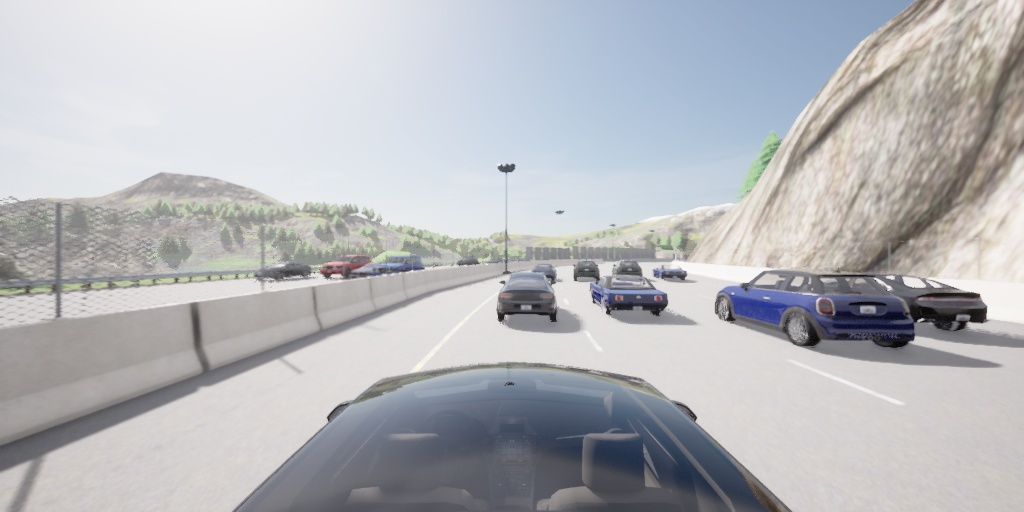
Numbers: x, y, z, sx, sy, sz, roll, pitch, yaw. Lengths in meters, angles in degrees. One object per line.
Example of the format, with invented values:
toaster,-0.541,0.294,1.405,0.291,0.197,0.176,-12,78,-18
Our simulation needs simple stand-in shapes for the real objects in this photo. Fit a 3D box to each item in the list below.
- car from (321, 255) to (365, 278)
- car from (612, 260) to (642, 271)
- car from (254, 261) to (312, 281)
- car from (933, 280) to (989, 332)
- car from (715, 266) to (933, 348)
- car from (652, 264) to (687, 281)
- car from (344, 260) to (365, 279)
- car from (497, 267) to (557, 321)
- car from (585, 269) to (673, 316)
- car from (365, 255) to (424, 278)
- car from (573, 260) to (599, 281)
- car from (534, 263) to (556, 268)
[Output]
car,-14.852,0.934,32.738,2.150,2.045,5.566,0,0,10
car,9.979,1.124,31.321,2.097,1.767,4.553,0,0,10
car,-18.853,1.195,29.748,2.128,1.511,4.902,0,0,9
car,10.982,1.267,11.030,2.128,1.511,4.902,0,0,3
car,7.395,1.119,9.473,2.097,1.767,4.553,0,0,3
car,13.417,1.381,30.838,1.895,1.301,4.718,0,0,10
car,-11.645,1.268,30.824,2.033,1.411,5.357,0,0,9
car,0.539,1.276,12.344,1.812,1.442,4.674,0,0,4
car,4.118,1.360,13.490,1.895,1.301,4.718,0,0,4
car,-8.598,0.952,27.502,2.150,2.045,5.566,0,0,8
car,6.306,1.115,30.639,2.097,1.767,4.553,0,0,10
car,2.787,1.319,30.863,1.994,1.385,4.181,0,0,10
